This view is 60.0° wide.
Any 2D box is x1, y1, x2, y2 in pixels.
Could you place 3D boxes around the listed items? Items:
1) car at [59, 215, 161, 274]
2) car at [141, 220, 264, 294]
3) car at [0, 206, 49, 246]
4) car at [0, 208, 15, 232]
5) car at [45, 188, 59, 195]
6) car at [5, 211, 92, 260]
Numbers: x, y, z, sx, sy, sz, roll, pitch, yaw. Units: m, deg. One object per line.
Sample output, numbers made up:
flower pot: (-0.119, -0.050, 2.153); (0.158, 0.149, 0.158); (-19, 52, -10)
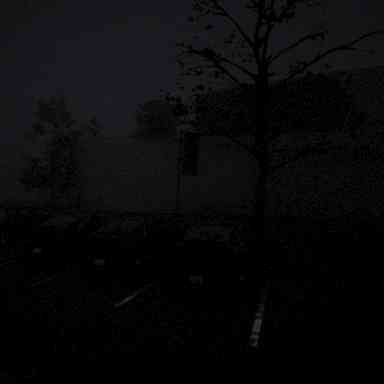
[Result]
car: (-1.623, 1.541, 10.687); (2.231, 1.521, 4.892); (0, -1, 17)
car: (0.762, 1.516, 8.935); (2.231, 1.521, 4.892); (0, -1, 17)
car: (-8.649, 1.500, 16.099); (2.185, 1.767, 4.553); (0, -1, 19)
car: (-13.267, 1.728, 19.758); (2.002, 1.452, 4.674); (0, -1, 20)
car: (-35.417, -0.198, 81.332); (4.674, 1.452, 2.002); (1, 4, 38)
car: (-3.989, 1.568, 12.458); (2.231, 1.521, 4.892); (-1, -1, 18)
